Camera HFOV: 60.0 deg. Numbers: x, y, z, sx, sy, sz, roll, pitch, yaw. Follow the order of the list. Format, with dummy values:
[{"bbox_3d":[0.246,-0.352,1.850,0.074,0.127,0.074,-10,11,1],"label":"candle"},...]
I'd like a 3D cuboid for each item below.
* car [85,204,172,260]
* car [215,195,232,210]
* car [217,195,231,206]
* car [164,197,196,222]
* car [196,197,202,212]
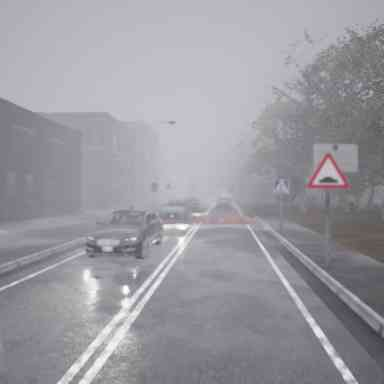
[{"bbox_3d":[-2.280,1.420,12.337,2.128,1.511,4.902,1,0,6],"label":"car"},{"bbox_3d":[3.704,1.334,38.978,2.033,1.411,5.357,1,0,6],"label":"car"},{"bbox_3d":[4.785,1.206,49.699,1.882,1.535,5.008,0,1,6],"label":"car"},{"bbox_3d":[-1.123,1.242,24.033,1.994,1.385,4.181,1,5,6],"label":"car"},{"bbox_3d":[-0.032,1.285,34.974,1.837,1.490,4.892,0,2,6],"label":"car"}]
